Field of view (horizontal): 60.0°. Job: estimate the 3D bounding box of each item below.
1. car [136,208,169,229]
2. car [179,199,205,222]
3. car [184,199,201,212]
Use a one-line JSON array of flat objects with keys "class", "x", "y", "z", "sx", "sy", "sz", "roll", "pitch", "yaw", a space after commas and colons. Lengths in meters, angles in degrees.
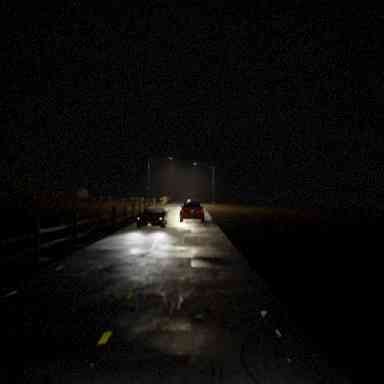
[{"class": "car", "x": -2.752, "y": 1.825, "z": 23.785, "sx": 1.895, "sy": 1.301, "sz": 4.718, "roll": 0, "pitch": 0, "yaw": 0}, {"class": "car", "x": 0.025, "y": 1.588, "z": 28.727, "sx": 2.097, "sy": 1.767, "sz": 4.553, "roll": 0, "pitch": 0, "yaw": 0}, {"class": "car", "x": 0.072, "y": 1.707, "z": 44.094, "sx": 2.128, "sy": 1.511, "sz": 4.902, "roll": 0, "pitch": 0, "yaw": 0}]
